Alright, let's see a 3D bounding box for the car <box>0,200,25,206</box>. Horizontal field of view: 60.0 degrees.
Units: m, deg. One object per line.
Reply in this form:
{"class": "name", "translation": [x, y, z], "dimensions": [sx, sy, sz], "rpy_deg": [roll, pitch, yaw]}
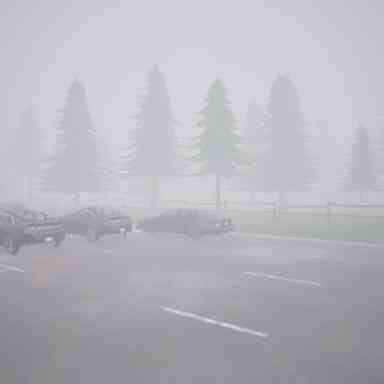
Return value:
{"class": "car", "translation": [-15.710, 1.481, 28.053], "dimensions": [4.892, 1.490, 1.837], "rpy_deg": [1, 0, 36]}

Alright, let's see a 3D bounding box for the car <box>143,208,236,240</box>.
{"class": "car", "translation": [-0.416, 1.538, 17.112], "dimensions": [5.357, 1.411, 2.033], "rpy_deg": [0, 0, 36]}

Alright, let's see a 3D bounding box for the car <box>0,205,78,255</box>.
{"class": "car", "translation": [-7.066, 1.478, 13.286], "dimensions": [4.902, 1.511, 2.128], "rpy_deg": [0, 0, 36]}

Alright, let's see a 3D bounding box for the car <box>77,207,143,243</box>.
{"class": "car", "translation": [-5.034, 1.478, 16.136], "dimensions": [4.902, 1.511, 2.128], "rpy_deg": [0, 0, 36]}
